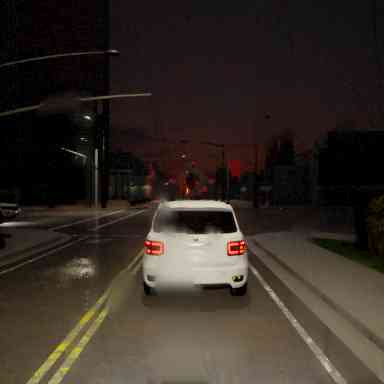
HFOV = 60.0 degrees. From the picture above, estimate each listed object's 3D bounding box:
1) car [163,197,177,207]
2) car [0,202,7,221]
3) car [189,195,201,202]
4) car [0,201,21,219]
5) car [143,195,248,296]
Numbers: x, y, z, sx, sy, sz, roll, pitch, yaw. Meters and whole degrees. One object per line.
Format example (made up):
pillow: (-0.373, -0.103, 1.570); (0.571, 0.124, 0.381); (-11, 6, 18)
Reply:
car: (-3.521, 1.564, 52.941); (1.994, 1.385, 4.181); (0, 0, 0)
car: (-16.215, 1.667, 24.044); (4.181, 1.385, 1.994); (-1, 0, 0)
car: (0.852, 1.465, 78.667); (1.882, 1.535, 5.008); (0, 0, 12)
car: (-17.293, 1.339, 27.540); (5.566, 2.045, 2.150); (-1, 0, 0)
car: (0.081, 1.221, 8.796); (2.150, 2.045, 5.566); (0, 0, 0)
